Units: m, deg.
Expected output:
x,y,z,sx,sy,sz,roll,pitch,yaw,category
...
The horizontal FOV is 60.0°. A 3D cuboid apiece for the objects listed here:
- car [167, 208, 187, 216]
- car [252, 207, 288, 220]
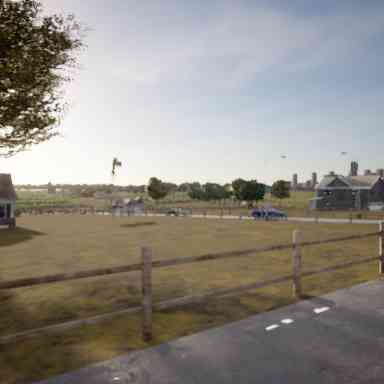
x,y,z,sx,sy,sz,roll,pitch,yaw,category
-2.792,3.658,60.378,1.812,1.442,4.674,0,-3,-35,car
9.915,2.689,42.446,1.882,1.535,5.008,0,-2,-36,car
